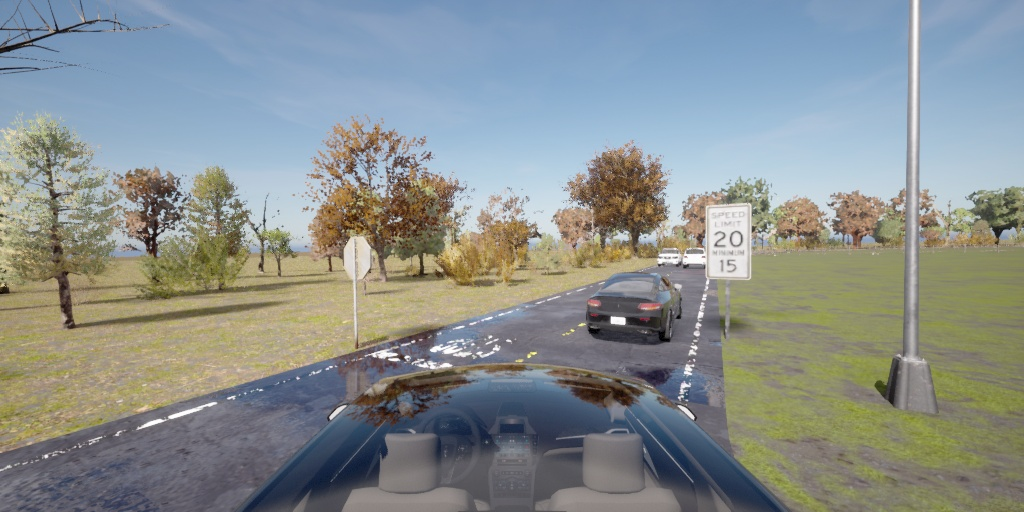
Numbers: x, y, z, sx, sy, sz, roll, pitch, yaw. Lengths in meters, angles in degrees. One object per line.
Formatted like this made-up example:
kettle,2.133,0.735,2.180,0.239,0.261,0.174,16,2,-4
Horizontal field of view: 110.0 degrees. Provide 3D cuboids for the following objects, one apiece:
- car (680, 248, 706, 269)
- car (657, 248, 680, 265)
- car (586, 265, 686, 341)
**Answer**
car,18.948,0.210,36.927,2.150,2.045,5.566,0,1,30
car,18.260,0.132,41.402,2.150,2.045,5.566,0,1,30
car,3.336,1.136,9.449,1.812,1.442,4.674,0,1,30
